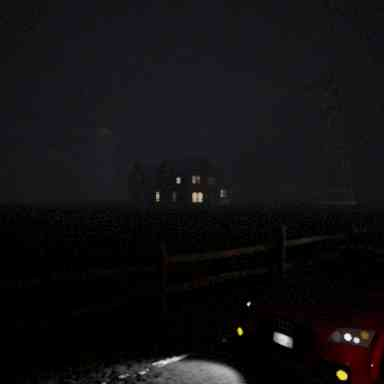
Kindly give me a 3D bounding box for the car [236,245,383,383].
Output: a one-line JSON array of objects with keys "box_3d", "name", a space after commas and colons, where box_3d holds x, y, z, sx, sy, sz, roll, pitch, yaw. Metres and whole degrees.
[{"box_3d": [2.642, 1.586, 5.235, 4.181, 1.385, 1.994, 0, 0, -39], "name": "car"}]
